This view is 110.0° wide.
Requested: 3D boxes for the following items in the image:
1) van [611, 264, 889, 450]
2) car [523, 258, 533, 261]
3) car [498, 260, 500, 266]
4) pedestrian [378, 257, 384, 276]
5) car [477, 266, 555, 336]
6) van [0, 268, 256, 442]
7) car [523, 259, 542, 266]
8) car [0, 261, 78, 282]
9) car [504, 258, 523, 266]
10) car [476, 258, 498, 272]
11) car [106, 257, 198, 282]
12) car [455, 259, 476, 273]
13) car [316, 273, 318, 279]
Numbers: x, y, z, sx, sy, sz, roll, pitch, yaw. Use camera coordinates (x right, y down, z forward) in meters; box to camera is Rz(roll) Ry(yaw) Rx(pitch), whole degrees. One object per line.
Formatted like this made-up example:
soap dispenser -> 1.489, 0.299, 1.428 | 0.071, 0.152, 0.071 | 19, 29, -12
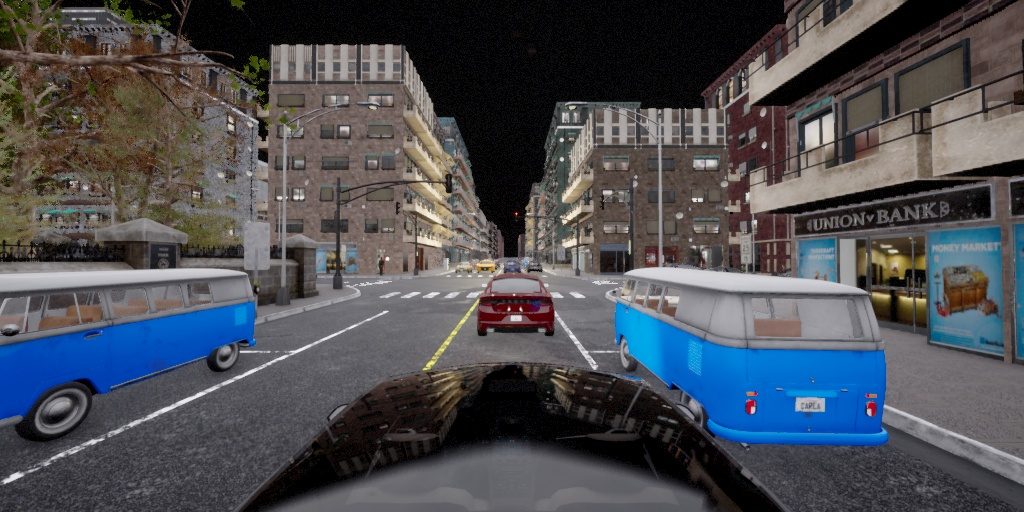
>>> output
van -> 2.658, 1.092, 5.055 | 1.690, 1.789, 3.998 | 0, 0, 0
car -> 2.680, 1.319, 48.644 | 2.007, 1.370, 4.403 | 0, 0, 0
car -> -3.109, 1.318, 53.653 | 2.033, 1.411, 5.357 | 0, 0, 0
pedestrian -> -12.547, 0.969, 34.440 | 0.375, 1.860, 0.375 | 0, -1, 1
car -> 0.096, 1.231, 10.416 | 1.882, 1.535, 5.008 | 0, 0, 0
van -> -5.657, 1.092, 5.054 | 1.690, 1.789, 3.998 | 0, 0, 0
car -> 2.681, 1.331, 43.001 | 1.948, 1.339, 4.313 | 0, 0, 0
car -> -35.364, 1.094, 25.971 | 5.357, 1.411, 2.033 | 0, -1, 1
car -> 0.042, 1.291, 41.513 | 1.812, 1.442, 4.674 | 0, 0, 0
car -> -3.112, 1.244, 43.692 | 1.882, 1.535, 5.008 | 0, 0, 0
car -> -25.837, 0.950, 25.856 | 4.553, 1.767, 2.097 | 0, -1, 1
car -> -5.699, 1.291, 42.829 | 1.751, 1.417, 4.829 | 0, 0, 0
car -> -16.611, 1.139, 25.745 | 4.902, 1.511, 2.128 | 0, -1, 1
